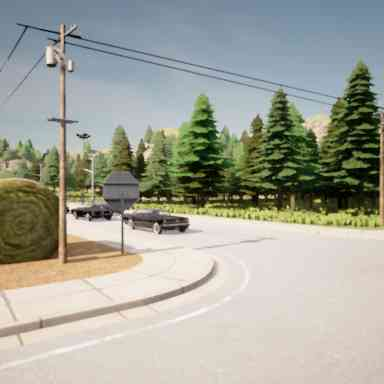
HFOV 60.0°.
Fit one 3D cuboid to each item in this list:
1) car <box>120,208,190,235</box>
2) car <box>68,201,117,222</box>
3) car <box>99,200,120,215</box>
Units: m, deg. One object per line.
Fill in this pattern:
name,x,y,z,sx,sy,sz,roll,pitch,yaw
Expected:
car,-2.161,1.632,19.494,1.895,1.301,4.718,0,0,-38
car,-8.225,1.632,27.208,1.895,1.301,4.718,0,0,-38
car,-8.844,1.521,33.982,2.128,1.511,4.902,0,0,-38
